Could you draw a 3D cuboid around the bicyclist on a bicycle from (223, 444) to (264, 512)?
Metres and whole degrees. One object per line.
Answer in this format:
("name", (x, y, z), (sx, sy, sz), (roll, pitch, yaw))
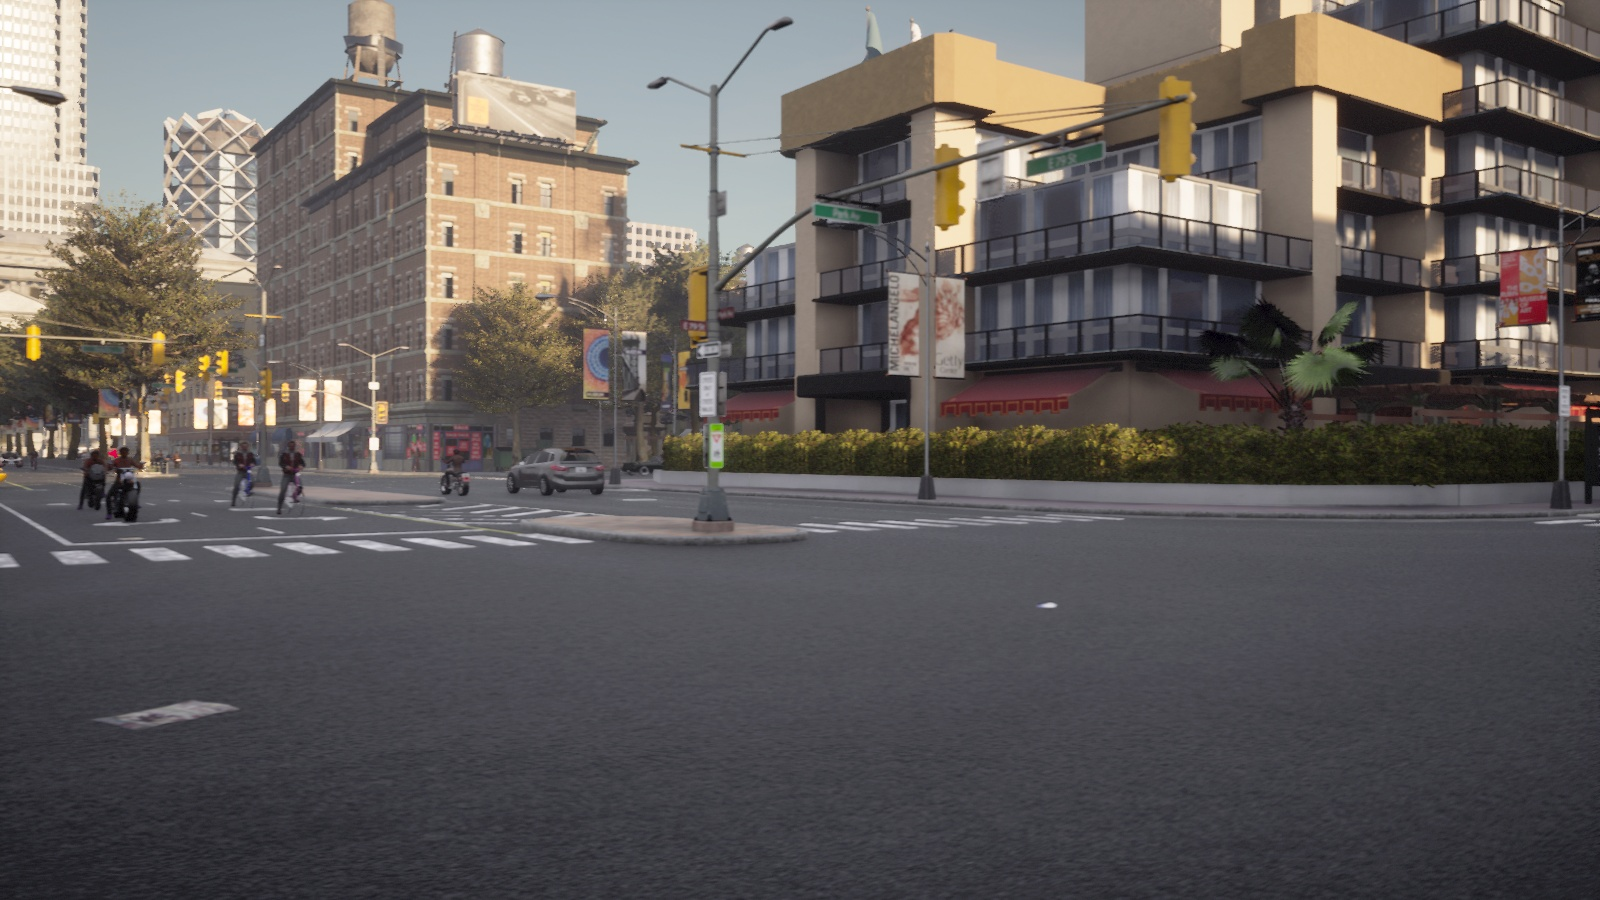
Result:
("bicyclist on a bicycle", (-14.869, 0.729, 33.536), (0.659, 1.776, 1.843), (0, 0, -35))

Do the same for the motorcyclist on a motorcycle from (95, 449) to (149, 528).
("motorcyclist on a motorcycle", (-14.802, 0.794, 27.389), (0.766, 1.649, 2.350), (0, 0, -35))

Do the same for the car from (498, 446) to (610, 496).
("car", (-8.838, 0.718, 44.913), (2.242, 1.667, 4.611), (0, 0, -35))

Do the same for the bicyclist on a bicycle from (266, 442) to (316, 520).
("bicyclist on a bicycle", (-11.916, 0.713, 29.370), (0.659, 1.776, 1.843), (0, 0, -35))

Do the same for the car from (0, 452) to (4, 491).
("car", (-34.969, 0.880, 50.067), (5.366, 1.575, 1.801), (0, 0, -36))

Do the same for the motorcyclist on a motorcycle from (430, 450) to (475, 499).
("motorcyclist on a motorcycle", (-12.001, 0.827, 43.326), (0.766, 1.649, 2.350), (0, 0, -35))

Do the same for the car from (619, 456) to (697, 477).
("car", (-9.200, 1.064, 81.466), (4.718, 1.301, 1.895), (0, 0, -36))

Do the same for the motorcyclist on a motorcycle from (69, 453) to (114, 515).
("motorcyclist on a motorcycle", (-18.043, 0.843, 31.962), (0.797, 1.523, 2.044), (0, 0, -35))
